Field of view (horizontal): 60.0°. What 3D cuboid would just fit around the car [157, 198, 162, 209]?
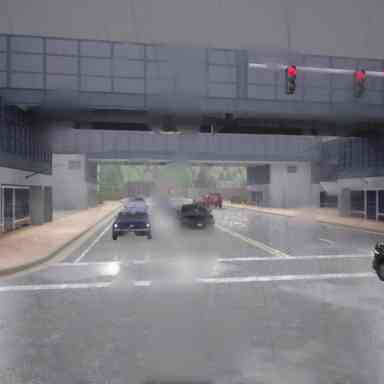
[{"bbox_3d":[-3.792,1.506,45.535,1.837,1.490,4.892,0,-1,-8],"label":"car"}]

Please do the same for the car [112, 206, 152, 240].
[{"bbox_3d":[-3.034,1.601,17.159,1.895,1.301,4.718,0,0,-9],"label":"car"}]

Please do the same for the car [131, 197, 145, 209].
[{"bbox_3d":[-7.497,1.477,46.693,1.882,1.535,5.008,0,0,-8],"label":"car"}]

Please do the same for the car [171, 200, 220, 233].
[{"bbox_3d":[0.044,1.477,20.174,1.882,1.535,5.008,0,0,-9],"label":"car"}]

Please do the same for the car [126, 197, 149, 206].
[{"bbox_3d":[-4.599,1.477,27.396,1.882,1.535,5.008,0,0,-9],"label":"car"}]

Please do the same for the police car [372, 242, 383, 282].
[{"bbox_3d":[5.911,1.509,6.825,2.038,1.542,4.974,0,0,-10],"label":"police car"}]

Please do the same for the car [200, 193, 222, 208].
[{"bbox_3d":[2.939,1.221,48.519,2.150,2.045,5.566,0,0,-6],"label":"car"}]

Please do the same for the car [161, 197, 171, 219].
[{"bbox_3d":[-1.426,1.477,29.803,1.882,1.535,5.008,0,0,-9],"label":"car"}]

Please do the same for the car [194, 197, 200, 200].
[{"bbox_3d":[1.300,1.563,58.951,1.994,1.385,4.181,0,0,-9],"label":"car"}]
